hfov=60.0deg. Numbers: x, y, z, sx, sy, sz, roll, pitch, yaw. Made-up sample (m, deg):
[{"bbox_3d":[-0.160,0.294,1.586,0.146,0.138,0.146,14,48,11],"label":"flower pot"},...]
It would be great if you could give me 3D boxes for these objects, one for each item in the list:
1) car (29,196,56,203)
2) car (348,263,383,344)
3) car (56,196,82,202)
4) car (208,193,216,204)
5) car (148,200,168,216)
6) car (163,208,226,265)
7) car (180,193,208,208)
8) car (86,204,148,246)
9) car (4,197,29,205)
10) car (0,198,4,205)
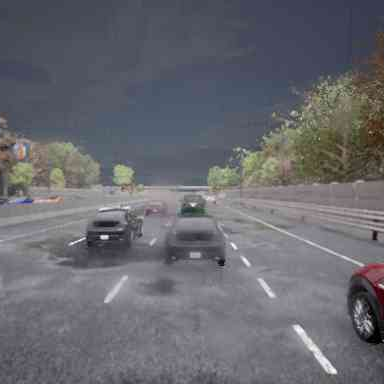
[{"bbox_3d":[-21.073,1.396,48.214,2.097,1.767,4.553,0,0,0],"label":"car"},{"bbox_3d":[3.572,1.304,3.572,2.097,1.767,4.553,0,0,0],"label":"car"},{"bbox_3d":[-17.573,1.396,48.551,2.097,1.767,4.553,0,0,0],"label":"car"},{"bbox_3d":[3.490,1.220,66.309,2.150,2.045,5.566,0,0,0],"label":"car"},{"bbox_3d":[-3.406,1.552,32.947,1.812,1.442,4.674,0,0,0],"label":"car"},{"bbox_3d":[0.095,1.511,11.679,1.837,1.490,4.892,0,0,0],"label":"car"},{"bbox_3d":[0.093,1.246,31.107,2.150,2.045,5.566,0,0,0],"label":"car"},{"bbox_3d":[-3.404,1.514,15.346,1.837,1.490,4.892,0,0,0],"label":"car"},{"bbox_3d":[-24.568,1.522,48.228,1.882,1.535,5.008,0,0,0],"label":"car"},{"bbox_3d":[-28.068,1.548,47.333,1.837,1.490,4.892,0,0,0],"label":"car"}]
